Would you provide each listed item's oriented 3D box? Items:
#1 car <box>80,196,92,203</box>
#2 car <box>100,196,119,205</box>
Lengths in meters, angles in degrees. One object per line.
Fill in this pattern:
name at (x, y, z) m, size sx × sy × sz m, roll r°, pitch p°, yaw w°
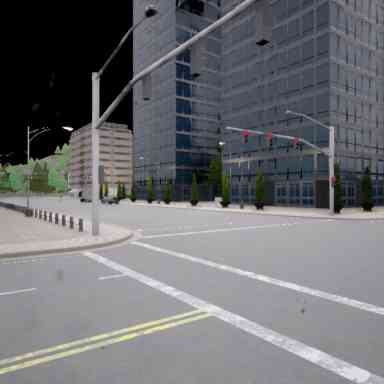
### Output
car at (-20.607, 1.492, 65.729) m, size 2.033 × 1.411 × 5.357 m, roll 0°, pitch 0°, yaw -33°
car at (-14.021, 1.449, 56.334) m, size 1.837 × 1.490 × 4.892 m, roll 0°, pitch 0°, yaw -35°
